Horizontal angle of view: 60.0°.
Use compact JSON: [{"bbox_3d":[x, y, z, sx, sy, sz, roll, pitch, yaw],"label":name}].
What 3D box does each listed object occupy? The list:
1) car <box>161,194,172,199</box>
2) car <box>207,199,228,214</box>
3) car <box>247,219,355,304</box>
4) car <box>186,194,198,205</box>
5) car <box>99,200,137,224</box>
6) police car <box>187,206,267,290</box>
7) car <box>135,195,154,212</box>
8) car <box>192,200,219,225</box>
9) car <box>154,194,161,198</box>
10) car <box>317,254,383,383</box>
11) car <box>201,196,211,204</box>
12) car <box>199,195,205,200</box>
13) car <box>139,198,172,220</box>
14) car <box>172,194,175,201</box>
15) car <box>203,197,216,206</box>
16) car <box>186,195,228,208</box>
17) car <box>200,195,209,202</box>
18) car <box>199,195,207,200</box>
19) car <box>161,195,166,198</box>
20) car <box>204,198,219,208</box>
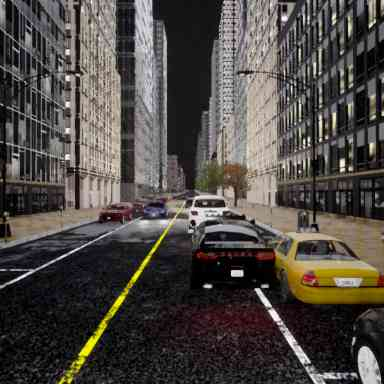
[{"bbox_3d":[-5.626,1.241,64.670,2.192,1.841,5.009,1,0,0],"label":"car"},{"bbox_3d":[2.727,1.542,36.273,1.947,1.339,4.313,0,0,0],"label":"car"},{"bbox_3d":[2.702,1.524,8.069,1.752,1.417,4.829,0,0,0],"label":"car"},{"bbox_3d":[0.051,1.289,59.590,2.097,1.767,4.553,0,0,0],"label":"car"},{"bbox_3d":[-5.663,1.533,24.940,1.887,1.381,4.507,0,0,0],"label":"car"},{"bbox_3d":[0.907,1.424,9.246,1.930,1.638,5.238,0,0,0],"label":"police car"},{"bbox_3d":[-5.652,1.416,36.293,1.967,1.590,4.097,0,0,0],"label":"car"},{"bbox_3d":[0.921,1.466,25.136,1.882,1.535,5.008,0,0,0],"label":"car"},{"bbox_3d":[-5.646,1.284,41.968,2.192,1.841,5.009,0,0,0],"label":"car"},{"bbox_3d":[2.697,1.551,2.222,2.008,1.369,4.403,0,0,0],"label":"car"},{"bbox_3d":[2.753,1.451,64.817,1.752,1.417,4.829,1,0,0],"label":"car"},{"bbox_3d":[2.778,1.430,93.019,1.802,1.307,4.206,1,0,0],"label":"car"},{"bbox_3d":[-2.976,1.511,28.135,1.812,1.442,4.674,0,0,0],"label":"car"},{"bbox_3d":[-5.617,1.338,76.021,1.967,1.590,4.097,1,0,0],"label":"car"},{"bbox_3d":[2.743,1.532,53.297,1.802,1.307,4.206,1,0,0],"label":"car"},{"bbox_3d":[0.916,1.218,19.166,2.150,2.045,5.566,0,0,0],"label":"car"},{"bbox_3d":[2.763,1.463,75.996,1.947,1.339,4.313,1,0,0],"label":"car"},{"bbox_3d":[2.773,1.410,87.346,1.887,1.381,4.507,1,0,0],"label":"car"},{"bbox_3d":[-5.638,1.532,53.318,1.802,1.307,4.206,1,0,0],"label":"car"},{"bbox_3d":[2.737,1.542,47.622,1.802,1.307,4.206,1,0,0],"label":"car"}]
